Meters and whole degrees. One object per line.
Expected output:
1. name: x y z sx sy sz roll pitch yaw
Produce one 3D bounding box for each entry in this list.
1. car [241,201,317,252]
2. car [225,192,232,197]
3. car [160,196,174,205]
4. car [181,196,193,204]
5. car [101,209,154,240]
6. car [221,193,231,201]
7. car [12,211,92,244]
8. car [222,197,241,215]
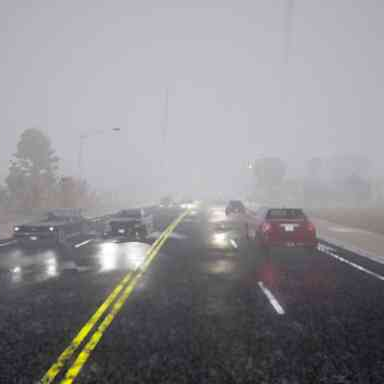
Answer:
1. car: 3.536 1.333 14.048 2.097 1.767 4.553 0 0 1
2. car: 8.992 1.199 88.621 2.033 1.649 4.856 0 0 7
3. car: -4.202 1.359 56.532 1.882 1.535 5.008 0 0 5
4. car: -0.816 1.370 58.102 2.128 1.511 4.902 0 0 5
5. car: -3.100 1.537 16.785 1.994 1.385 4.181 0 0 2
6. car: 7.688 1.411 77.806 1.895 1.301 4.718 0 0 6
7. car: -6.384 1.574 15.694 1.895 1.301 4.718 0 0 1
8. car: 4.189 1.469 32.756 1.812 1.442 4.674 0 0 3
